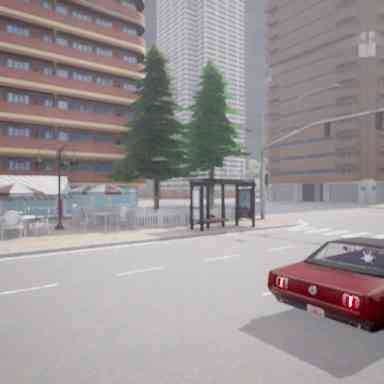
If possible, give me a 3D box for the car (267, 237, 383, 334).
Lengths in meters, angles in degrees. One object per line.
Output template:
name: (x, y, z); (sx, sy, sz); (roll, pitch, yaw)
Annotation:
car: (3.731, 1.552, 6.472); (4.718, 1.301, 1.895); (-1, 0, -36)
